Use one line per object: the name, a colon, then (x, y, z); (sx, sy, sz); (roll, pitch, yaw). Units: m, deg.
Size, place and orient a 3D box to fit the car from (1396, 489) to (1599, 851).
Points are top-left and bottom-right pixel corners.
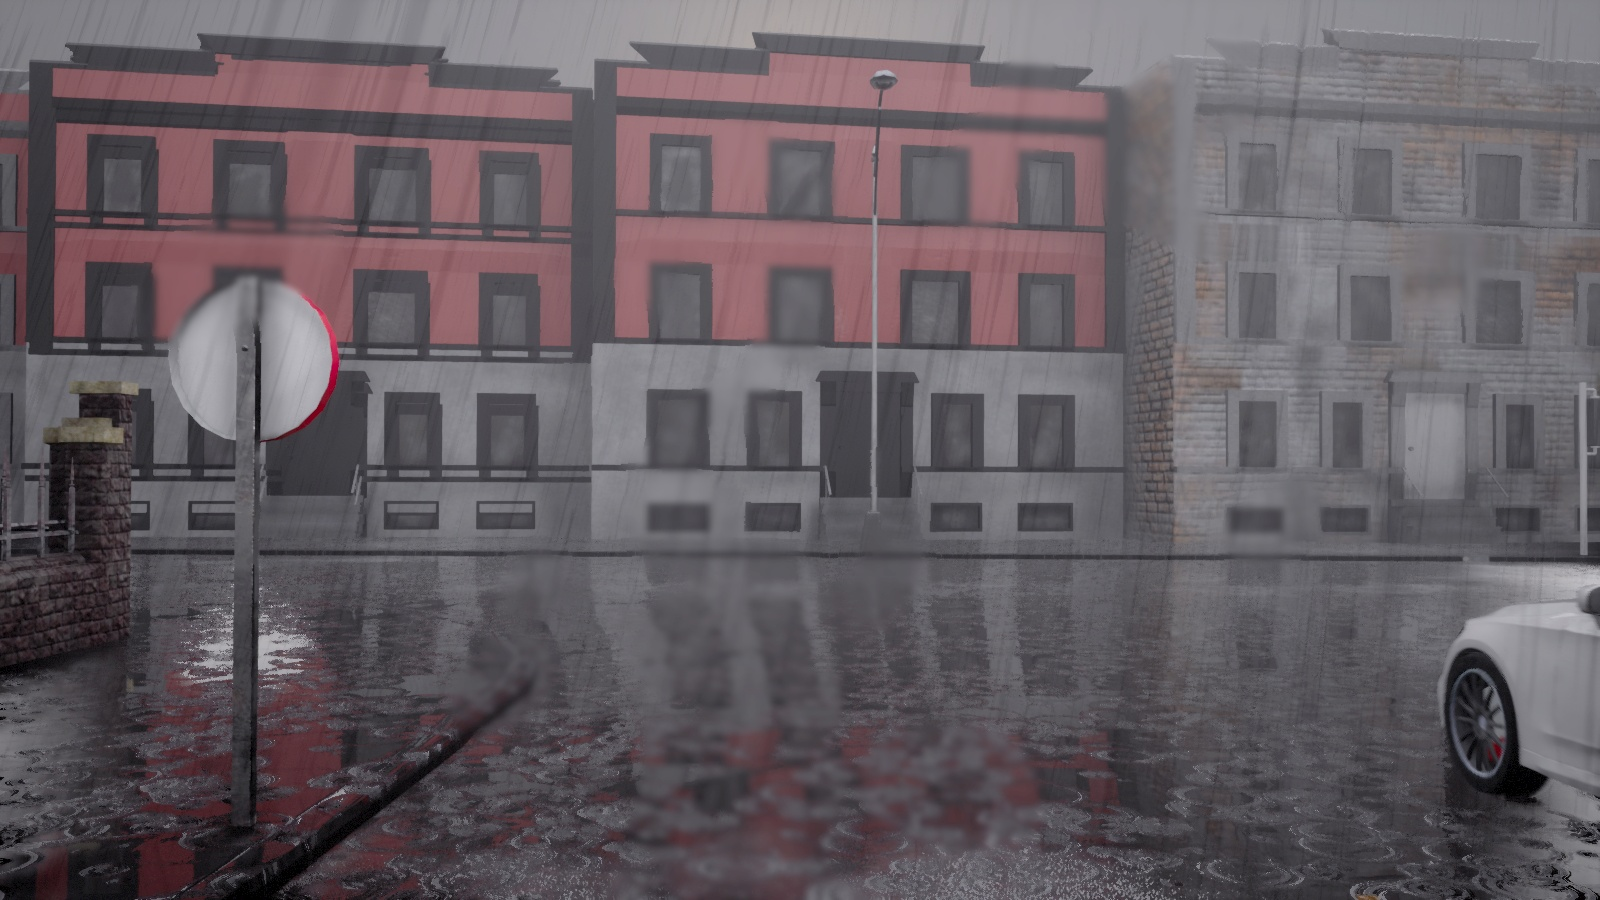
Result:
car: (4.148, 0.901, 4.631); (1.812, 1.442, 4.674); (0, -1, 2)
